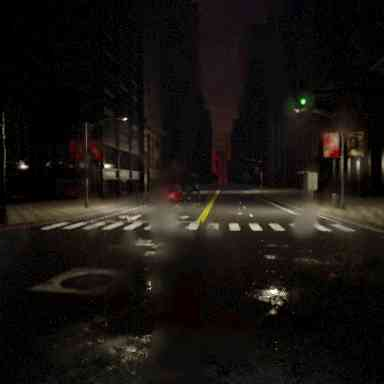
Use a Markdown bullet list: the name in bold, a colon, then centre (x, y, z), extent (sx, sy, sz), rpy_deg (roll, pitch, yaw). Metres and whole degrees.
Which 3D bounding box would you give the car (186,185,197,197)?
- **car**: centre (-0.912, -0.001, 56.565), extent (2.128, 1.511, 4.902), rpy_deg (0, 2, 5)

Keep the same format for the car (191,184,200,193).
- **car**: centre (0.544, -0.763, 71.962), extent (2.150, 2.045, 5.566), rpy_deg (0, 2, 5)

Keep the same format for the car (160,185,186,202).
- **car**: centre (-2.417, 0.247, 40.676), extent (2.150, 2.045, 5.566), rpy_deg (0, 3, 5)
